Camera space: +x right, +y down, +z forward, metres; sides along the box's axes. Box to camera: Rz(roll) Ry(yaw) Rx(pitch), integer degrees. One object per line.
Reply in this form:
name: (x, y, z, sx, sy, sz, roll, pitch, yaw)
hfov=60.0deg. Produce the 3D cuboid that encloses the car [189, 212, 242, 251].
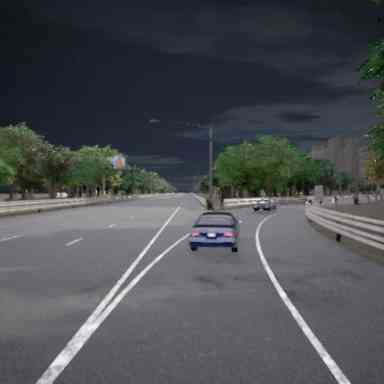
car: (1.085, 1.547, 14.092, 2.033, 1.411, 5.357, 0, 0, 9)

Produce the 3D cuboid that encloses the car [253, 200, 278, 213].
car: (8.383, 1.599, 37.631, 1.895, 1.301, 4.718, 0, 0, 26)

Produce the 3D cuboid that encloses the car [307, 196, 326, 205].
car: (21.597, 1.464, 57.414, 1.882, 1.535, 5.008, 0, 0, 41)
